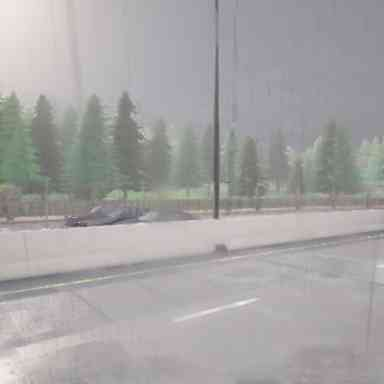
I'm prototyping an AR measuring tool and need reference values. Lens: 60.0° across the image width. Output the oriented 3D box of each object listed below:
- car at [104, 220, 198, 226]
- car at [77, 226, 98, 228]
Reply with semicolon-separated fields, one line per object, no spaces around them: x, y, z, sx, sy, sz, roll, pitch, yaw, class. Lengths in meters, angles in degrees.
-1.517;1.539;15.697;4.674;1.442;1.812;0;0;-36;car
-3.501;1.551;18.580;5.357;1.411;2.033;0;0;-36;car
